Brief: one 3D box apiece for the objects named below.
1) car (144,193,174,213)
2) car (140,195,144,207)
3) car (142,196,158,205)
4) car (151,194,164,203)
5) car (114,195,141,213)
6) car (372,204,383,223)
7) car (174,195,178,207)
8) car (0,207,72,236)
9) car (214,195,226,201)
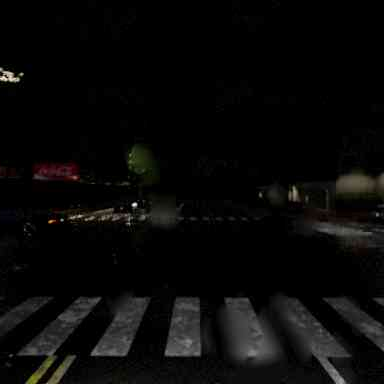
[{"bbox_3d":[-3.486,1.102,36.337,2.150,2.045,5.566,0,0,1],"label":"car"},{"bbox_3d":[-6.919,1.207,44.379,2.097,1.767,4.553,0,0,1],"label":"car"},{"bbox_3d":[-6.818,1.386,54.276,1.994,1.385,4.181,0,0,0],"label":"car"},{"bbox_3d":[-6.594,1.266,64.559,1.882,1.535,5.008,0,0,2],"label":"car"},{"bbox_3d":[-6.989,1.389,35.412,1.837,1.490,4.892,0,0,1],"label":"car"},{"bbox_3d":[15.045,1.150,22.002,5.566,2.045,2.150,0,0,1],"label":"car"},{"bbox_3d":[-3.398,1.450,46.102,1.895,1.301,4.718,0,0,1],"label":"car"},{"bbox_3d":[-9.083,1.488,17.495,5.357,1.411,2.033,0,0,13],"label":"car"},{"bbox_3d":[6.283,1.307,75.197,1.994,1.385,4.181,0,0,20],"label":"car"}]
